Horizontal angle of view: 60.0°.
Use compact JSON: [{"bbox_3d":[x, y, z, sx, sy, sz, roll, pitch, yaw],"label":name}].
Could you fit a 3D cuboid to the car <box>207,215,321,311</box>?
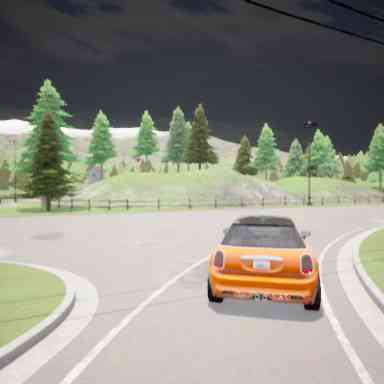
[{"bbox_3d":[1.762,1.327,8.044,2.097,1.767,4.553,0,0,14],"label":"car"}]
